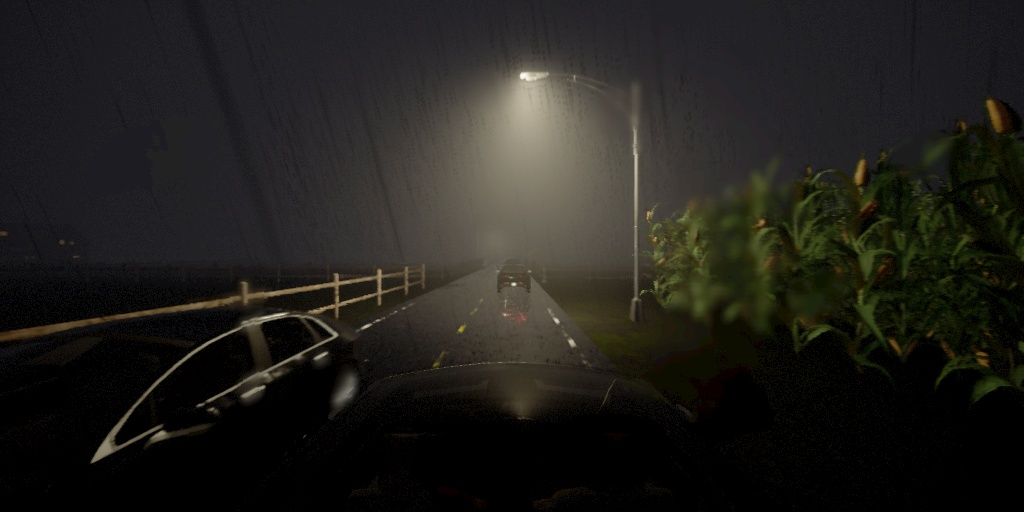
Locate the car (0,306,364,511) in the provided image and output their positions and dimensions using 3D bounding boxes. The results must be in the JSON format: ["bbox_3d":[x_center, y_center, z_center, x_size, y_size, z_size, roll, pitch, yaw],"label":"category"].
[{"bbox_3d":[-2.835,1.256,2.792,1.837,1.490,4.892,0,0,0],"label":"car"}]

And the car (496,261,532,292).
[{"bbox_3d":[0.102,1.244,21.275,1.837,1.490,4.892,0,0,0],"label":"car"}]

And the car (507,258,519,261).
[{"bbox_3d":[0.105,1.070,42.114,2.097,1.767,4.553,0,0,0],"label":"car"}]
